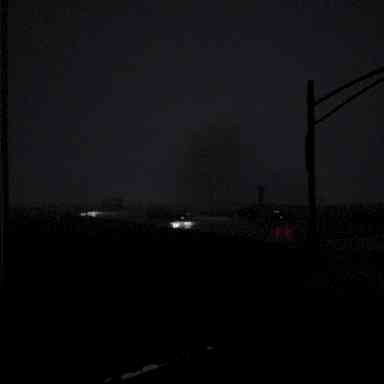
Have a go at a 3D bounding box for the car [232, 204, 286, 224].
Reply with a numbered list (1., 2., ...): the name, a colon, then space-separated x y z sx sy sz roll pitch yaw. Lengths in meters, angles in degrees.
1. car: 5.266 1.699 26.839 2.128 1.511 4.902 -1 0 -35

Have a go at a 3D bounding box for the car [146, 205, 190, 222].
1. car: -2.375 1.932 31.139 2.033 1.411 5.357 -1 0 -36

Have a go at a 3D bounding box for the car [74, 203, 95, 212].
1. car: -16.441 2.319 50.789 1.895 1.301 4.718 -1 0 -35

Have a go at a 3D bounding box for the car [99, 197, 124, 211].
1. car: -12.397 1.847 51.277 2.150 2.045 5.566 -1 0 -35
